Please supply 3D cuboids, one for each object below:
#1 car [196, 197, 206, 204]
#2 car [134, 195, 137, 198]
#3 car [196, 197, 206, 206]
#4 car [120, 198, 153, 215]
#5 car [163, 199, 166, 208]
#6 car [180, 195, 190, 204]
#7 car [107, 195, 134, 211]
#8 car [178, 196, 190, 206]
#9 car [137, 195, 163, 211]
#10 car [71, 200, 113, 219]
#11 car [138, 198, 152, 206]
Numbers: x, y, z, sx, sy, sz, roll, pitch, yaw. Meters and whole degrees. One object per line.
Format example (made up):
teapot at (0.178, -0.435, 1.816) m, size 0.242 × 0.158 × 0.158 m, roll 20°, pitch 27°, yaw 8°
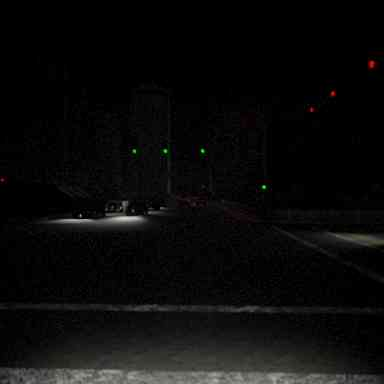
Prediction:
car at (2.038, 1.809, 74.163) m, size 2.128 × 1.511 × 4.902 m, roll 0°, pitch 0°, yaw 1°
car at (-9.107, 1.547, 52.682) m, size 2.150 × 2.045 × 5.566 m, roll 0°, pitch 0°, yaw 1°
car at (1.801, 1.905, 64.946) m, size 1.837 × 1.490 × 4.892 m, roll 0°, pitch 0°, yaw 1°
car at (-6.024, 1.719, 36.830) m, size 2.128 × 1.511 × 4.902 m, roll 0°, pitch 0°, yaw 1°
car at (-5.496, 1.898, 56.755) m, size 2.033 × 1.411 × 5.357 m, roll 0°, pitch 0°, yaw 2°
car at (-1.462, 1.640, 74.225) m, size 2.097 × 1.767 × 4.553 m, roll 0°, pitch 0°, yaw 1°
car at (-9.384, 1.483, 42.318) m, size 2.150 × 2.045 × 5.566 m, roll 0°, pitch 0°, yaw 2°
car at (-1.682, 1.969, 65.662) m, size 1.994 × 1.385 × 4.181 m, roll 0°, pitch 0°, yaw 1°
car at (-5.776, 1.508, 46.403) m, size 2.150 × 2.045 × 5.566 m, roll 0°, pitch 0°, yaw 2°
car at (-9.715, 1.747, 32.137) m, size 2.033 × 1.411 × 5.357 m, roll 0°, pitch 0°, yaw 4°
car at (-8.803, 1.915, 63.037) m, size 1.812 × 1.442 × 4.674 m, roll 0°, pitch 0°, yaw 2°
